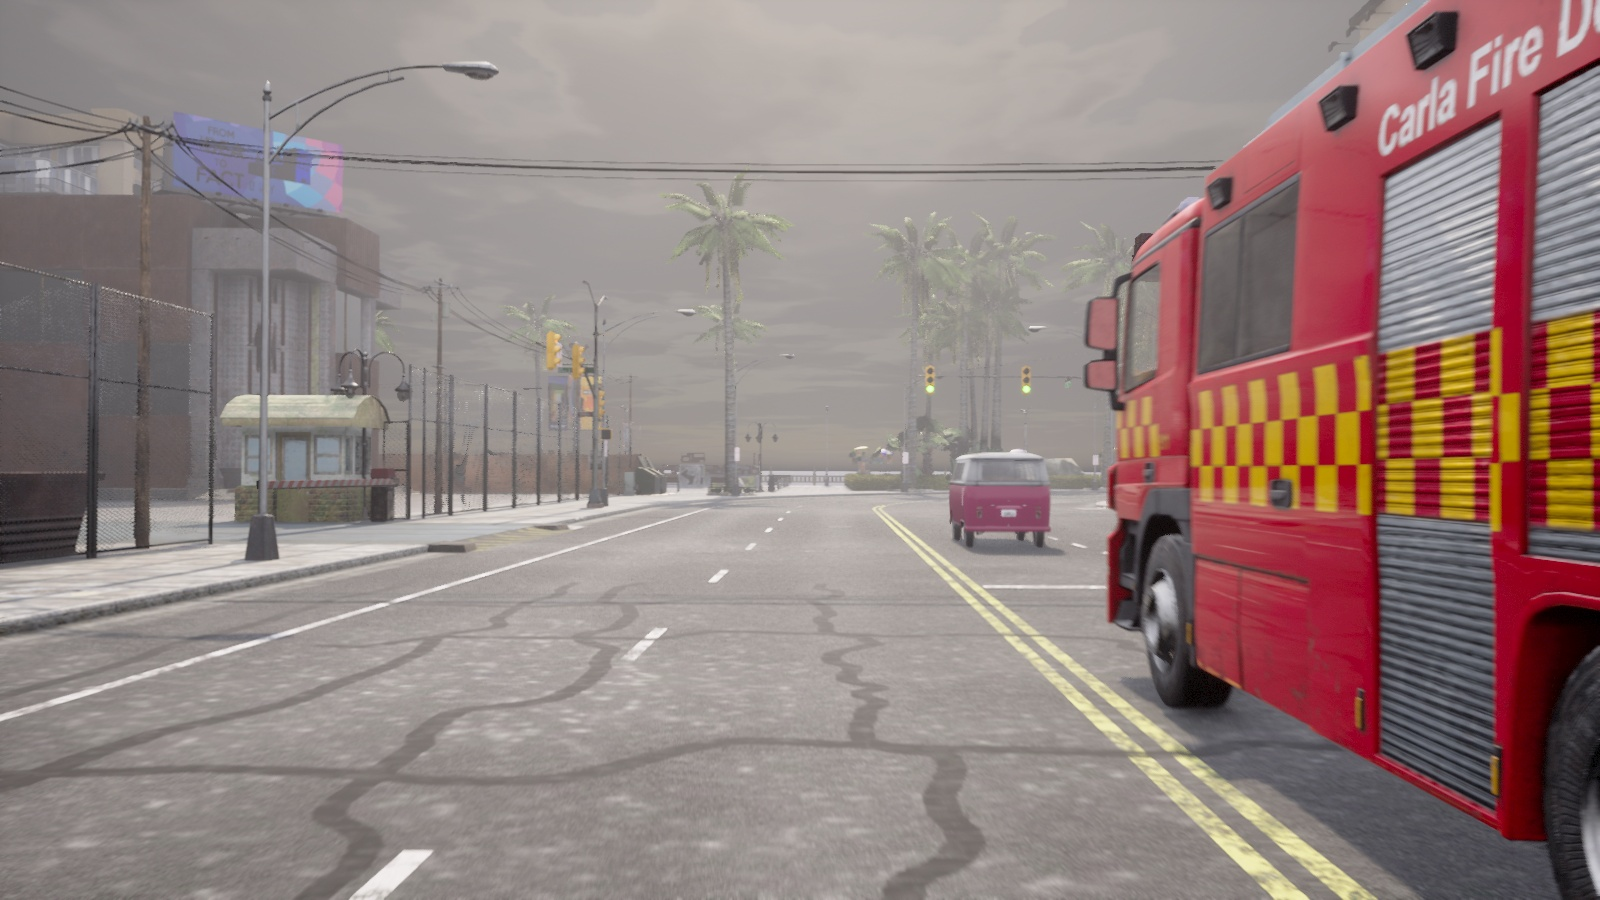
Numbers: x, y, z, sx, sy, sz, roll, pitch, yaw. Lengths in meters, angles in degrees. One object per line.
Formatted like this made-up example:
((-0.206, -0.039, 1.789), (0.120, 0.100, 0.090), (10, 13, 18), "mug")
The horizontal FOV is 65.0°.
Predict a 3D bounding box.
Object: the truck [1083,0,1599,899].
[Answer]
((3.715, -0.262, 6.196), (2.891, 3.827, 8.468), (0, -1, 1), "truck")

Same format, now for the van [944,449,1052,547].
((4.265, 1.012, 27.659), (1.775, 1.987, 4.442), (0, -1, 1), "van")
